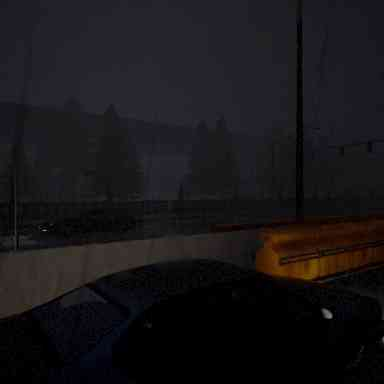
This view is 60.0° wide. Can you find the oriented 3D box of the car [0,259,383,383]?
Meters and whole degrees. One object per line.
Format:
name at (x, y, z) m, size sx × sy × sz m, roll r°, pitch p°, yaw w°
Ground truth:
car at (0.108, 1.548, 3.820) m, size 5.357 × 1.411 × 2.033 m, roll 0°, pitch 0°, yaw -36°
